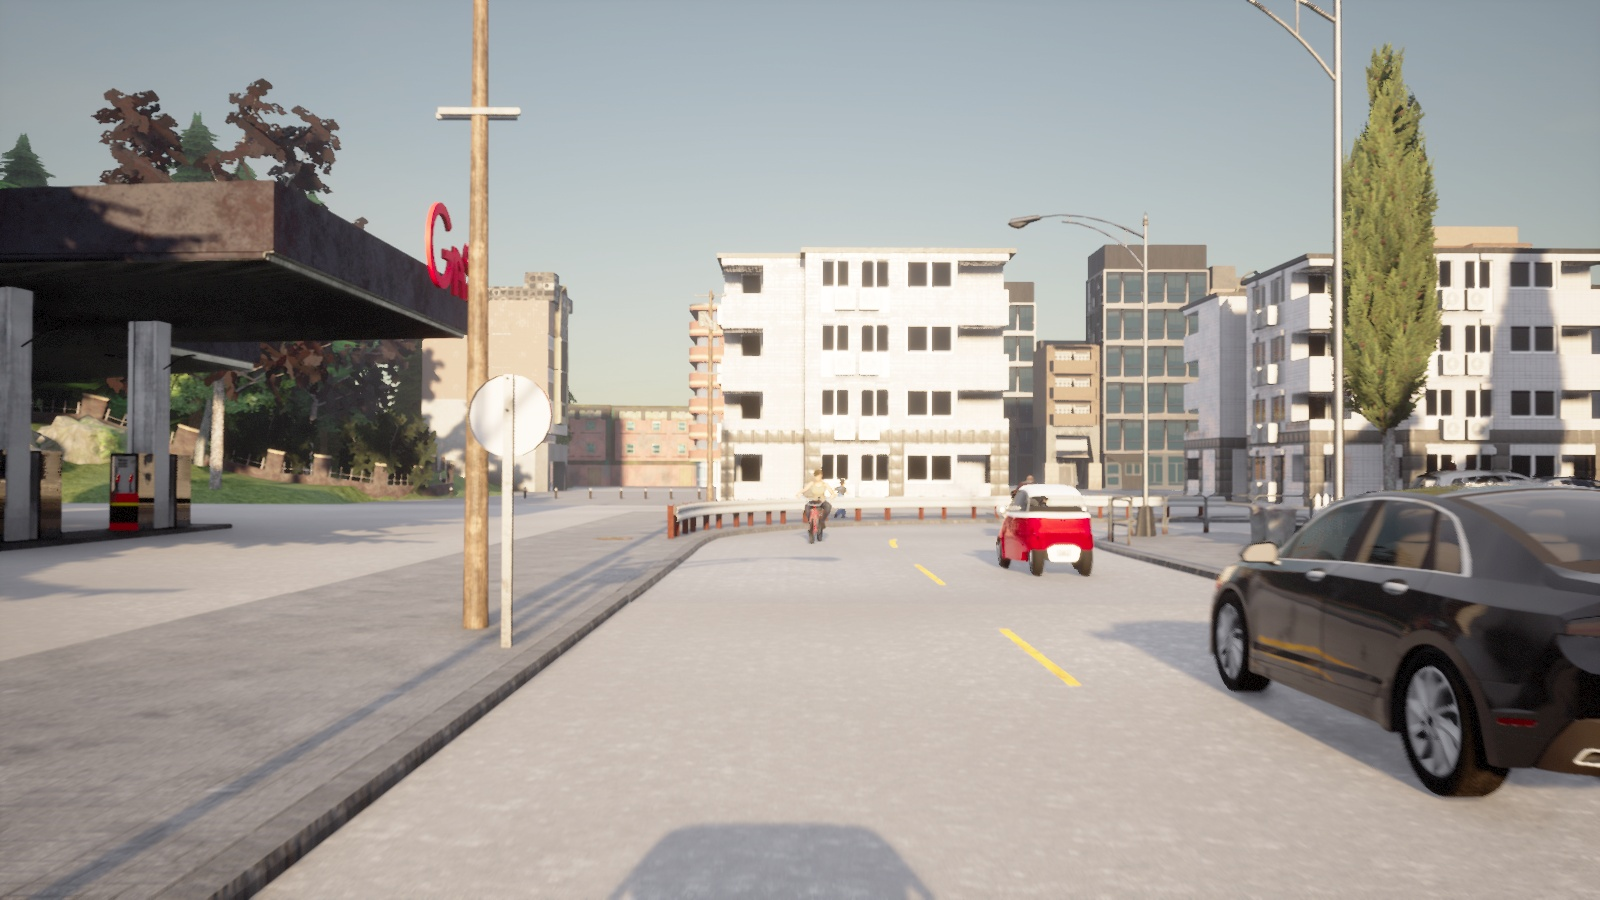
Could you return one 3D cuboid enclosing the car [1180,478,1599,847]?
[{"bbox_3d":[3.981,0.932,7.645,1.837,1.490,4.892,0,-1,0],"label":"car"}]

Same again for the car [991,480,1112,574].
[{"bbox_3d":[3.950,1.189,19.999,1.481,1.376,2.207,0,-1,0],"label":"car"}]

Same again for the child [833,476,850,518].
[{"bbox_3d":[1.286,1.444,38.528,0.437,1.263,0.270,0,-1,-35],"label":"child"}]

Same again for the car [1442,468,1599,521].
[{"bbox_3d":[22.173,1.310,37.495,4.902,1.511,2.128,0,-1,0],"label":"car"}]

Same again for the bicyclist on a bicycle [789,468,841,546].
[{"bbox_3d":[0.332,1.206,27.178,0.866,1.612,1.509,1,-1,10],"label":"bicyclist on a bicycle"}]

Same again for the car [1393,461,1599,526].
[{"bbox_3d":[18.662,1.145,33.518,4.611,1.667,2.242,0,-1,0],"label":"car"}]
